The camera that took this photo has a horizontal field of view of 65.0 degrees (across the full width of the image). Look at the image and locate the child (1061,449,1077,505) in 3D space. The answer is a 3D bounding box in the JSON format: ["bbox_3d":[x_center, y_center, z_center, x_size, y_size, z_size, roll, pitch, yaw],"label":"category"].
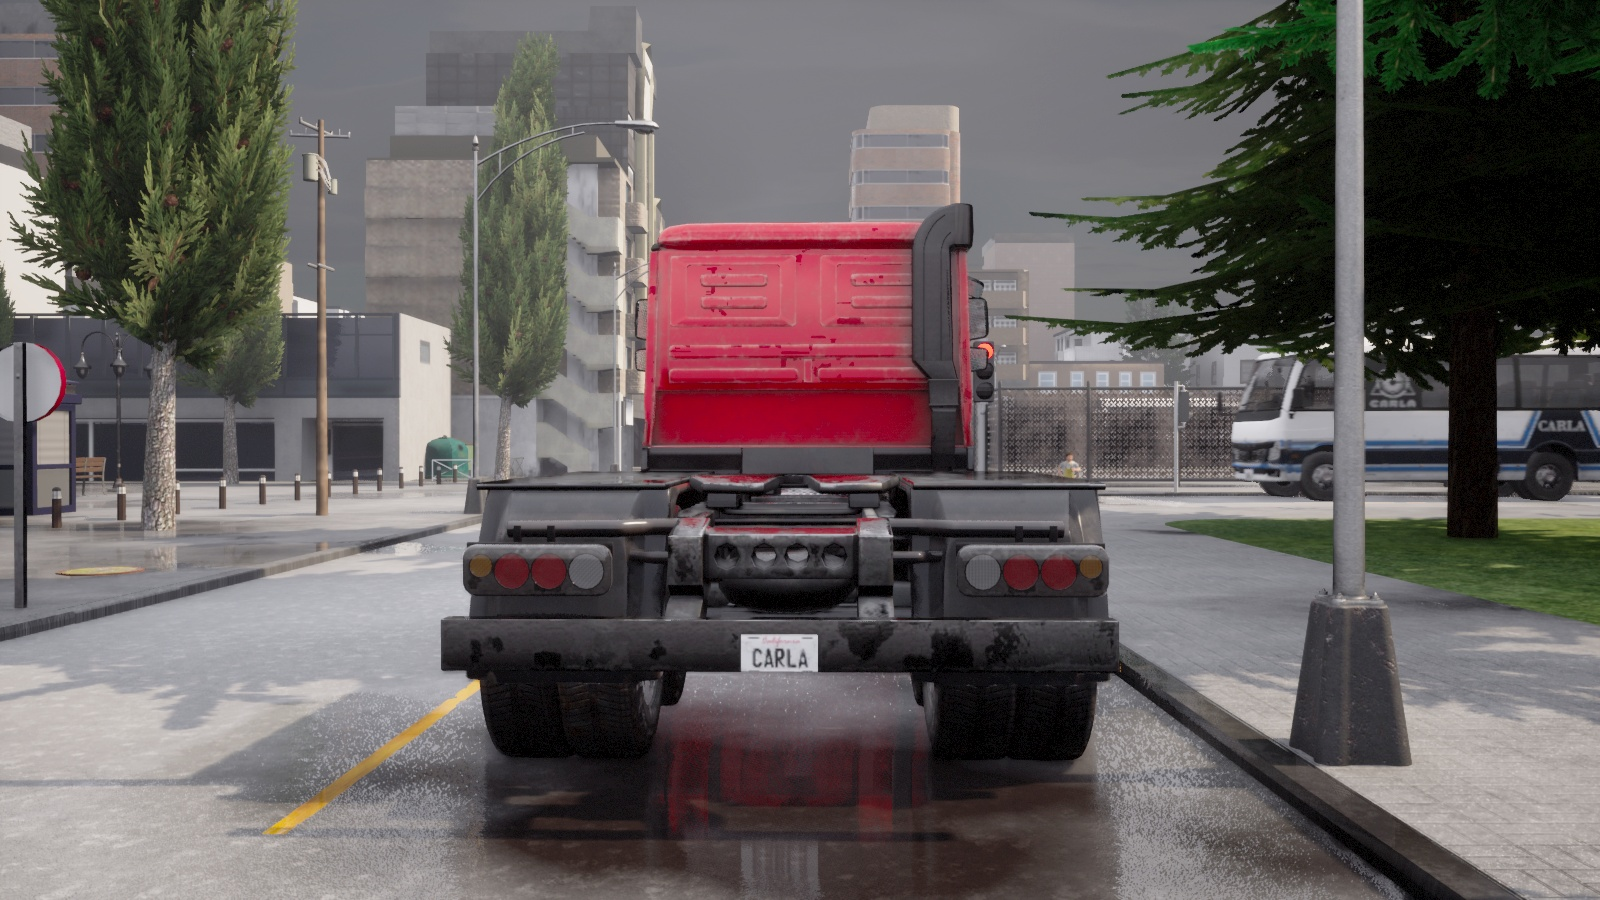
[{"bbox_3d":[6.037,0.601,28.172,0.270,1.263,0.437,0,0,0],"label":"child"}]

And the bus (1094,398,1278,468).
[{"bbox_3d":[23.857,-1.052,78.208,10.273,4.253,3.944,0,0,2],"label":"bus"}]

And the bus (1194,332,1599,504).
[{"bbox_3d":[16.091,-0.803,32.920,10.273,4.253,3.944,0,0,0],"label":"bus"}]

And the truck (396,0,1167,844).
[{"bbox_3d":[0.020,-0.284,8.679,2.891,3.462,7.936,0,0,1],"label":"truck"}]
